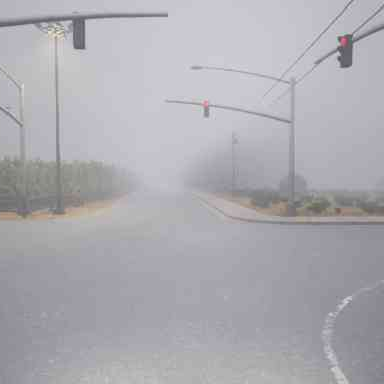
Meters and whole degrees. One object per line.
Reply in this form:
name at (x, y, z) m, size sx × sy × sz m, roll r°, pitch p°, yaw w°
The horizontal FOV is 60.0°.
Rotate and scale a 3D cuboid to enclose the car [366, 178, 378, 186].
car at (42.117, -2.271, 77.574) m, size 1.905 × 1.878 × 3.866 m, roll 10°, pitch 10°, yaw 41°
